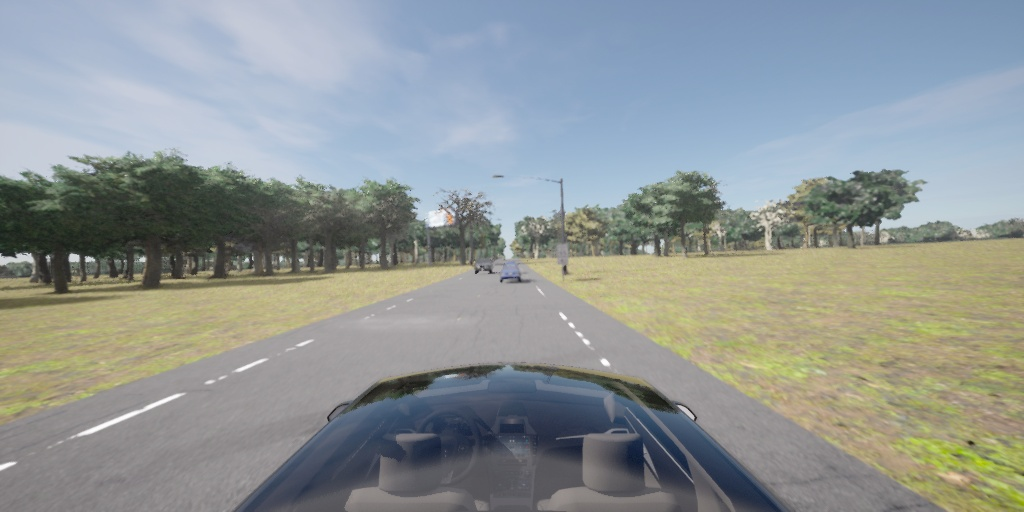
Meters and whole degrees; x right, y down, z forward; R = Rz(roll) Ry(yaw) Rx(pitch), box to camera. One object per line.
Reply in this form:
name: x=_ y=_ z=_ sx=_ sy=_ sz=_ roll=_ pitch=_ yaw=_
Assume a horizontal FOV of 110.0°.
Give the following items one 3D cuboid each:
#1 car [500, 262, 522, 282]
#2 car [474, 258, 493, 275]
car: x=-0.118 y=1.494 z=31.553 sx=2.033 sy=1.411 sz=5.357 roll=-2 pitch=0 yaw=0
car: x=-3.698 y=1.287 z=47.187 sx=2.150 sy=2.045 sz=5.566 roll=-2 pitch=0 yaw=0
